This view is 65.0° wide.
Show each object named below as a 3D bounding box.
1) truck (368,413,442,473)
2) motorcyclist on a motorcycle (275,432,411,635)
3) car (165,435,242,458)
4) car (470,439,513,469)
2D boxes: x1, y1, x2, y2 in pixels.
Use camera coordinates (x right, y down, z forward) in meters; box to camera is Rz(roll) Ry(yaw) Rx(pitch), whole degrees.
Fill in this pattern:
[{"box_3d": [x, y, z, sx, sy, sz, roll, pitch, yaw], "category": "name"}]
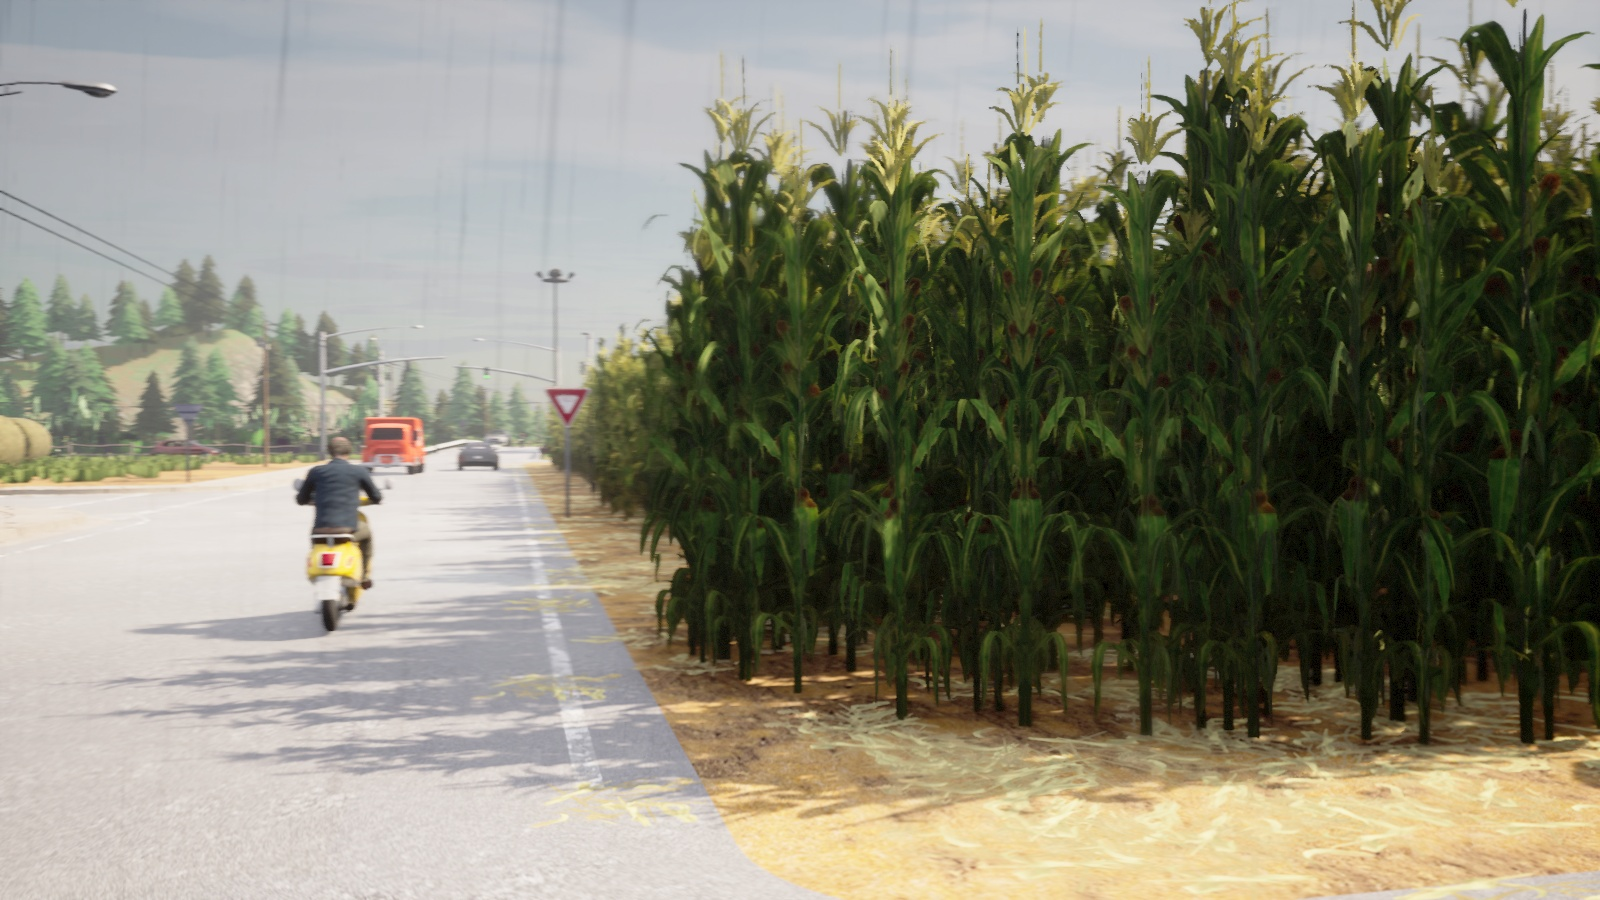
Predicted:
[{"box_3d": [-17.208, -0.312, 54.927, 2.627, 2.467, 5.204, 0, 1, -12], "category": "truck"}, {"box_3d": [-3.885, 0.652, 10.815, 0.866, 1.590, 1.817, 0, 0, -12], "category": "motorcyclist on a motorcycle"}, {"box_3d": [-39.009, -0.242, 82.189, 4.193, 1.474, 1.816, 0, 1, -9], "category": "car"}, {"box_3d": [-15.193, 0.176, 62.031, 1.994, 1.385, 4.181, 0, 1, -12], "category": "car"}]
